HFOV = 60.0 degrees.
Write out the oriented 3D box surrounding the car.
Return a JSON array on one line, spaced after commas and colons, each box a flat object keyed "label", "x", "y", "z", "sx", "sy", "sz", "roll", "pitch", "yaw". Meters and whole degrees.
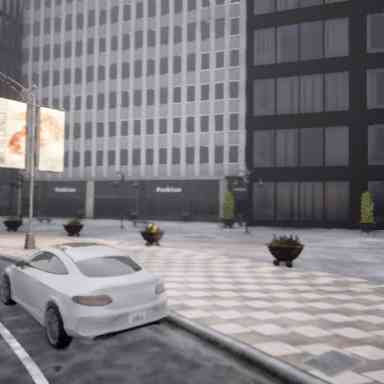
[{"label": "car", "x": -2.359, "y": 1.751, "z": 6.714, "sx": 1.812, "sy": 1.442, "sz": 4.674, "roll": 2, "pitch": -3, "yaw": -42}]
